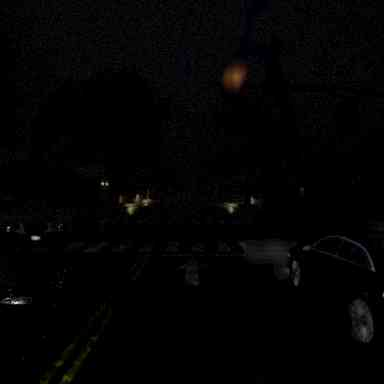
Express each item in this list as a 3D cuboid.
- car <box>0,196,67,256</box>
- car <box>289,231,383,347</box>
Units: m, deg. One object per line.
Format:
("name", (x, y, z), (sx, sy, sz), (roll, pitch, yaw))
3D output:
("car", (-6.812, 1.225, 13.692), (2.150, 2.045, 5.566), (2, -1, -33))
("car", (3.356, 1.495, 6.310), (2.128, 1.511, 4.902), (0, 0, -2))
